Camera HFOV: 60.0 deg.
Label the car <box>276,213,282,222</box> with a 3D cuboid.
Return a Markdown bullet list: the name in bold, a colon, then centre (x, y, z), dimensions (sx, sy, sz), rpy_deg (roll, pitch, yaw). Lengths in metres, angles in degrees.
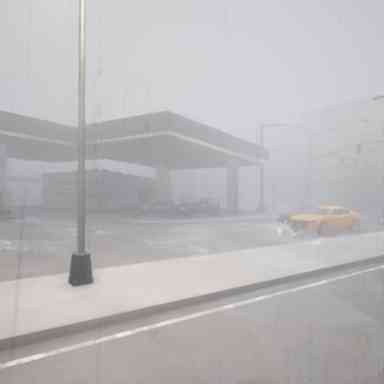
- **car**: centre (8.484, 1.633, 24.069), dimensions (5.357, 1.411, 2.033), rpy_deg (0, 0, -35)

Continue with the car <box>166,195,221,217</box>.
- **car**: centre (0.411, 1.368, 30.219), dimensions (4.611, 1.667, 2.242), rpy_deg (0, 0, -35)

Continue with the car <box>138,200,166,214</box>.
- **car**: centre (-3.547, 1.526, 34.452), dimensions (3.806, 1.475, 1.970), rpy_deg (0, 0, -35)

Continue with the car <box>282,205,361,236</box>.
- **car**: centre (7.775, 1.549, 19.297), dimensions (5.008, 1.535, 1.882), rpy_deg (1, 0, -35)
